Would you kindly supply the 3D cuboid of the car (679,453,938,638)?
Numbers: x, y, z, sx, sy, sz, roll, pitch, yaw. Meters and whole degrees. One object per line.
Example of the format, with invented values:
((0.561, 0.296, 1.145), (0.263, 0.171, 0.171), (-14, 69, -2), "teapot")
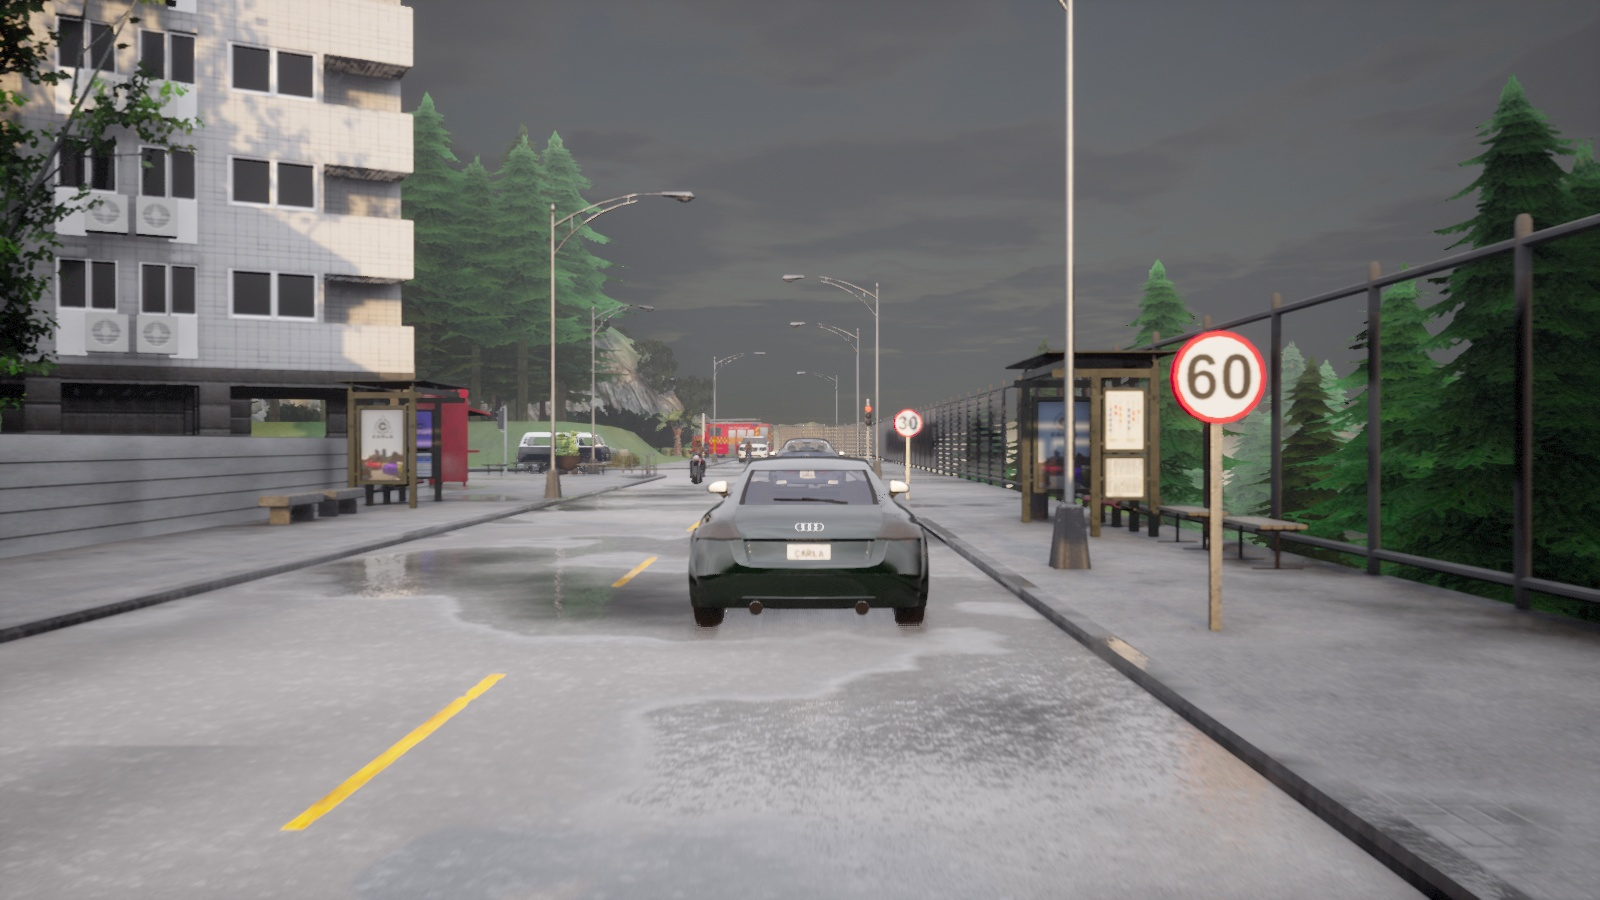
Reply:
((0.079, 0.744, 11.758), (1.994, 1.385, 4.181), (0, 0, 0), "car")

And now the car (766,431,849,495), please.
((0.202, 0.327, 35.184), (2.152, 1.651, 5.027), (0, 0, 0), "car")

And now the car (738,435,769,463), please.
((-3.483, -0.074, 95.121), (2.150, 2.045, 5.566), (0, 0, 0), "car")

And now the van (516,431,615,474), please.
((-11.505, 0.112, 61.794), (4.480, 2.038, 2.069), (0, 1, -1), "van")

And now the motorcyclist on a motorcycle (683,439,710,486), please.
((-3.738, 0.437, 45.658), (0.766, 1.649, 2.350), (0, 0, 0), "motorcyclist on a motorcycle")
